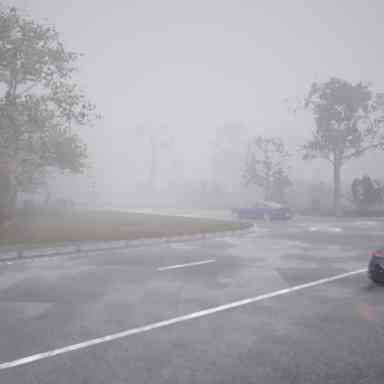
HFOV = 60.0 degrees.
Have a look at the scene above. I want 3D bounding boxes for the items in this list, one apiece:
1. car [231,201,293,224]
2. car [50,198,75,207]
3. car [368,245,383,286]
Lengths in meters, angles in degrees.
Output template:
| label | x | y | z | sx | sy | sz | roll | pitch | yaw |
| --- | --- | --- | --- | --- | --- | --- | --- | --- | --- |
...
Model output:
| label | x | y | z | sx | sy | sz | roll | pitch | yaw |
| --- | --- | --- | --- | --- | --- | --- | --- | --- | --- |
| car | 5.090 | 1.427 | 24.840 | 1.882 | 1.535 | 5.008 | 0 | 0 | -37 |
| car | -21.018 | 1.685 | 53.908 | 4.902 | 1.511 | 2.128 | -1 | 0 | 35 |
| car | 6.137 | 1.538 | 8.062 | 4.181 | 1.385 | 1.994 | 0 | 0 | -35 |
